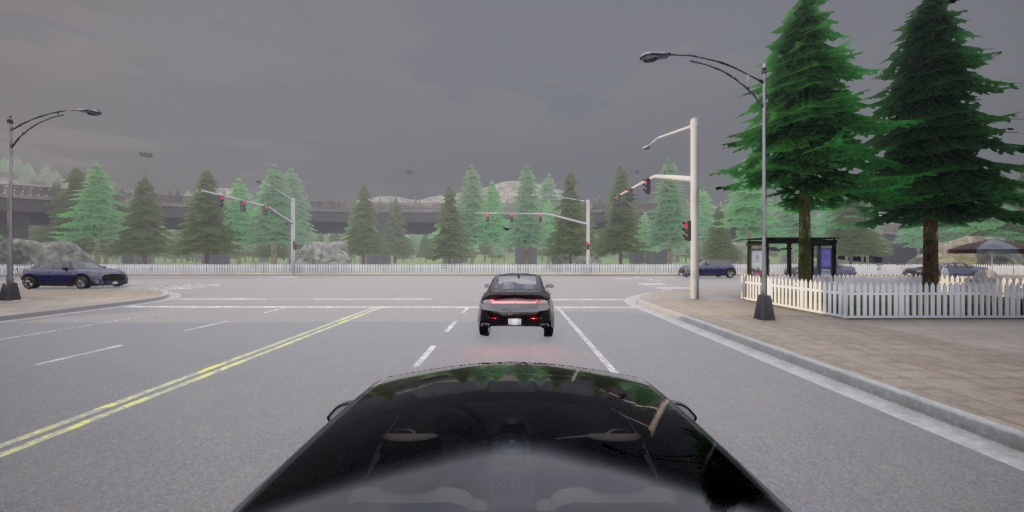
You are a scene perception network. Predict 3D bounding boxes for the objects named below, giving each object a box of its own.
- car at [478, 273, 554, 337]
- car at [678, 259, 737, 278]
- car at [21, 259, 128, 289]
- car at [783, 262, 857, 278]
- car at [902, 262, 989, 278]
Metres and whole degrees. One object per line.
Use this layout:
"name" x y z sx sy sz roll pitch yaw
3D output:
"car" 0.180 1.242 10.352 2.128 1.511 4.902 0 0 3
"car" 17.513 1.046 32.347 4.553 1.767 2.097 0 0 0
"car" -26.394 1.047 21.812 4.553 1.767 2.097 0 0 0
"car" 27.670 1.242 32.255 5.357 1.411 2.033 0 0 1
"car" 38.061 1.242 31.508 5.357 1.411 2.033 0 0 10
